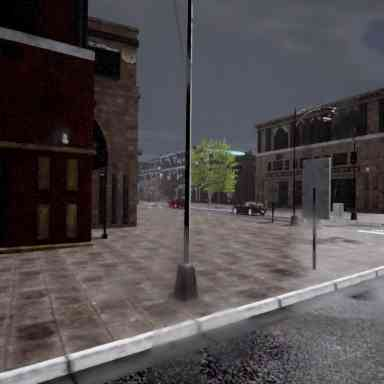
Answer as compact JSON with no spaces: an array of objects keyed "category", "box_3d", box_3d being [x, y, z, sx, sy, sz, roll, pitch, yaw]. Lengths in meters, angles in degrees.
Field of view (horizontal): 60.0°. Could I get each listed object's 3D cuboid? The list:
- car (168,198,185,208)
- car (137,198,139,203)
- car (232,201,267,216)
[{"category":"car","box_3d":[-2.166,1.627,49.311,1.887,1.381,4.507,1,-1,-27]},{"category":"car","box_3d":[-12.197,1.670,69.007,1.802,1.307,4.206,1,-1,-27]},{"category":"car","box_3d":[5.783,1.627,33.768,2.008,1.369,4.403,1,-1,-27]}]
